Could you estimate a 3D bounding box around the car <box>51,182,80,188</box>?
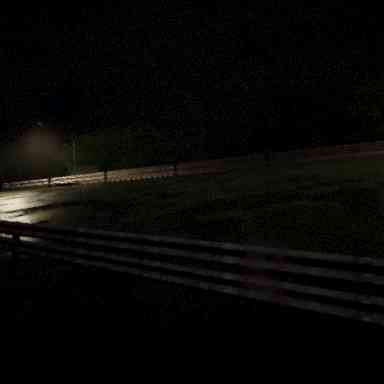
[{"bbox_3d":[-20.316,-1.057,53.124,4.718,1.301,1.895,-4,-2,26],"label":"car"}]
